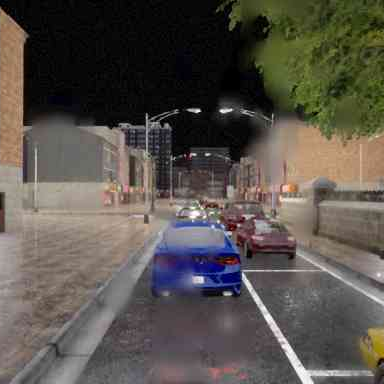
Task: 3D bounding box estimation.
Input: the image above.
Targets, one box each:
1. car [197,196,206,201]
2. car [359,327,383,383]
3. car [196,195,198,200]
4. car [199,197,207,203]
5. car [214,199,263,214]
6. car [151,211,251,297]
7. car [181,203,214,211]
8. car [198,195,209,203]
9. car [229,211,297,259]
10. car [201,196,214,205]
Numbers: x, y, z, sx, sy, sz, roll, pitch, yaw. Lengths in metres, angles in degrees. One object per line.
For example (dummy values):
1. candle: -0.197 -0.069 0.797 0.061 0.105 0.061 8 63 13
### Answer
1. car: 2.495 1.752 87.765 2.008 1.369 4.403 0 0 0
2. car: 2.644 1.526 1.658 1.752 1.417 4.829 1 0 0
3. car: 2.535 1.432 66.016 2.192 1.841 5.009 1 0 0
4. car: 2.514 1.738 76.890 1.802 1.307 4.206 0 0 0
5. car: 2.618 1.324 17.837 2.192 1.841 5.009 1 0 0
6. car: 0.084 1.480 8.638 1.882 1.535 5.008 0 0 0
7. car: 0.069 1.558 18.578 2.033 1.411 5.357 0 0 0
8. car: 2.542 1.644 60.578 1.887 1.381 4.507 1 0 0
9. car: 2.625 1.586 12.387 1.802 1.307 4.206 1 0 0
10. car: 2.570 1.599 44.267 1.887 1.381 4.507 1 0 0
